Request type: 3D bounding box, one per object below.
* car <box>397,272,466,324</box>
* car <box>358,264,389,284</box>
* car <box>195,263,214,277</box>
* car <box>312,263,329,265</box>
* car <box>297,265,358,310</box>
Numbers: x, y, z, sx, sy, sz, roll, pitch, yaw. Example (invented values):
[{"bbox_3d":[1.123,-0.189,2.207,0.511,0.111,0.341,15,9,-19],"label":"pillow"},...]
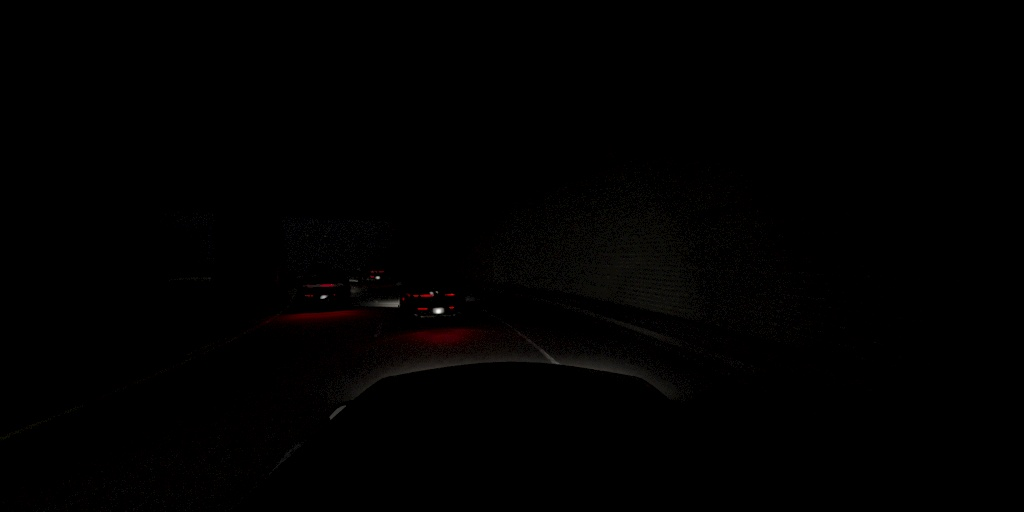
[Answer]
[{"bbox_3d":[-2.816,1.276,12.258,1.837,1.490,4.892,0,0,-19],"label":"car"},{"bbox_3d":[-11.001,1.344,28.312,1.837,1.490,4.892,0,0,-30],"label":"car"},{"bbox_3d":[-35.015,1.573,41.559,1.882,1.535,5.008,-1,0,-30],"label":"car"},{"bbox_3d":[-16.466,1.381,30.785,2.128,1.511,4.902,-1,0,-30],"label":"car"},{"bbox_3d":[-7.952,1.309,15.378,2.128,1.511,4.902,0,0,-25],"label":"car"}]
